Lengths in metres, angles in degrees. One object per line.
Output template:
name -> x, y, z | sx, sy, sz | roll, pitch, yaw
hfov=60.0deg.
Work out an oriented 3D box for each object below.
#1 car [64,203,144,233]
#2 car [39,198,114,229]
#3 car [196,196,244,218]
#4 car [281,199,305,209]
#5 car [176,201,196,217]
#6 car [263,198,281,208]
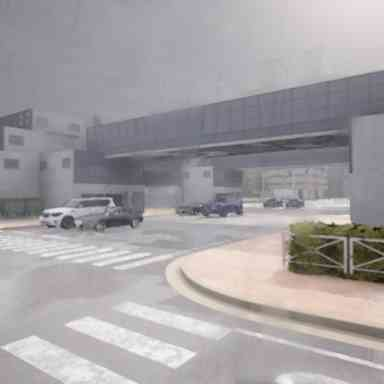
car -> -5.244, 1.685, 21.354 | 2.128, 1.511, 4.902 | -1, 0, 36
car -> -7.885, 1.454, 23.714 | 2.150, 2.045, 5.566 | -1, 0, 36
car -> 3.126, 1.417, 33.048 | 2.150, 2.045, 5.566 | -1, 0, 36
car -> 15.611, 1.721, 50.320 | 1.812, 1.442, 4.674 | -1, -1, 36
car -> 0.239, 1.728, 35.020 | 2.128, 1.511, 4.902 | -1, 0, 36
car -> 12.844, 1.747, 52.467 | 1.837, 1.490, 4.892 | -1, -1, 36
